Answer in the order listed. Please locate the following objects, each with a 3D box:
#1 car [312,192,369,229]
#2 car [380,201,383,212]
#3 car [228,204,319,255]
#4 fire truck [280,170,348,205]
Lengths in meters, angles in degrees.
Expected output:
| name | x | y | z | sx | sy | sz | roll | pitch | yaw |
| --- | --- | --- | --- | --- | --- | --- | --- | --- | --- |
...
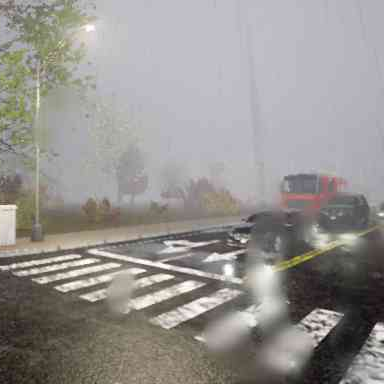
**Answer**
| name | x | y | z | sx | sy | sz | roll | pitch | yaw |
| --- | --- | --- | --- | --- | --- | --- | --- | --- | --- |
| car | 10.160 | 1.195 | 22.065 | 2.150 | 2.045 | 5.566 | 1 | 0 | 39 |
| car | 22.637 | 1.470 | 37.630 | 1.882 | 1.535 | 5.008 | 1 | 0 | 39 |
| car | 3.286 | 1.466 | 13.444 | 1.837 | 1.490 | 4.892 | 1 | 0 | 39 |
| fire truck | 10.239 | 0.292 | 27.224 | 2.891 | 3.827 | 8.468 | 1 | 0 | 39 |
